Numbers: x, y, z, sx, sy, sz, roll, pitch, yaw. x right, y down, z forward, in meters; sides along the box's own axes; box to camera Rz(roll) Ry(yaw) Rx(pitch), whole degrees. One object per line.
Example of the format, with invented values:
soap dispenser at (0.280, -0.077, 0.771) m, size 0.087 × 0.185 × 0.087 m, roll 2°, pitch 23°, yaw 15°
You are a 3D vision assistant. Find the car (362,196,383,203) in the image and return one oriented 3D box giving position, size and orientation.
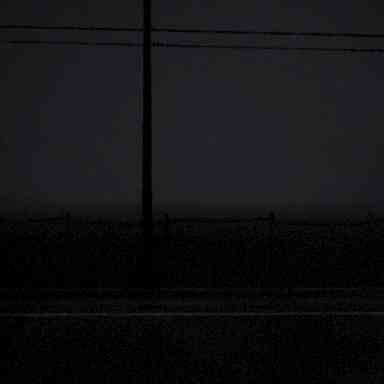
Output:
car at (37.008, 1.432, 68.268) m, size 2.033 × 1.411 × 5.357 m, roll 0°, pitch 0°, yaw 0°

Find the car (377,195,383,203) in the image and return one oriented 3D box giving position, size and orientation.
car at (40.508, 1.412, 68.276) m, size 2.128 × 1.511 × 4.902 m, roll 0°, pitch 0°, yaw 0°
